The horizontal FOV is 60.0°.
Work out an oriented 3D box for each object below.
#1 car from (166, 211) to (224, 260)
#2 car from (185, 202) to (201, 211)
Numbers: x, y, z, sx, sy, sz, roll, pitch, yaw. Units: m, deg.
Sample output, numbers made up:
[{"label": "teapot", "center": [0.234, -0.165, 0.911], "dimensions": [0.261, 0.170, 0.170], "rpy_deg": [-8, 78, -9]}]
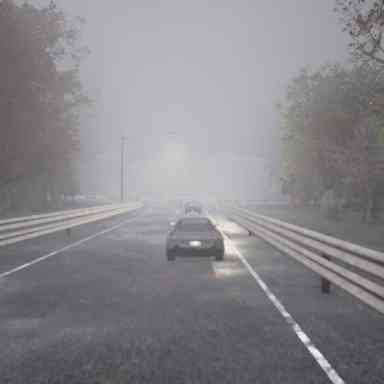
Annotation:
[{"label": "car", "center": [0.106, 1.647, 12.771], "dimensions": [1.994, 1.385, 4.181], "rpy_deg": [0, 0, 0]}, {"label": "car", "center": [0.174, 1.851, 39.783], "dimensions": [1.895, 1.301, 4.718], "rpy_deg": [0, -1, 1]}]
